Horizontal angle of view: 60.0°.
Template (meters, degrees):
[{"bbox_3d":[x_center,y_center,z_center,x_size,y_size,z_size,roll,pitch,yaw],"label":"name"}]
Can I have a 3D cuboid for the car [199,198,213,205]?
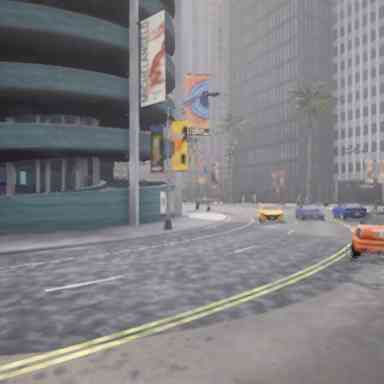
[{"bbox_3d":[3.318,2.247,80.477,2.231,1.521,4.892,0,-1,-29],"label":"car"}]

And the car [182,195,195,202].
[{"bbox_3d":[-1.485,1.505,68.313,2.150,2.045,5.566,0,-1,-29],"label":"car"}]

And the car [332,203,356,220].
[{"bbox_3d":[14.279,1.725,30.447,1.882,1.535,5.008,0,-1,8],"label":"car"}]

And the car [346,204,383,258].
[{"bbox_3d":[7.557,1.451,12.658,2.097,1.767,4.553,-1,-1,35],"label":"car"}]

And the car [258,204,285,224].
[{"bbox_3d":[6.612,1.726,27.826,1.882,1.535,5.008,0,0,12],"label":"car"}]

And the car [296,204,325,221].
[{"bbox_3d":[10.499,1.779,29.757,1.812,1.442,4.674,0,-1,8],"label":"car"}]
